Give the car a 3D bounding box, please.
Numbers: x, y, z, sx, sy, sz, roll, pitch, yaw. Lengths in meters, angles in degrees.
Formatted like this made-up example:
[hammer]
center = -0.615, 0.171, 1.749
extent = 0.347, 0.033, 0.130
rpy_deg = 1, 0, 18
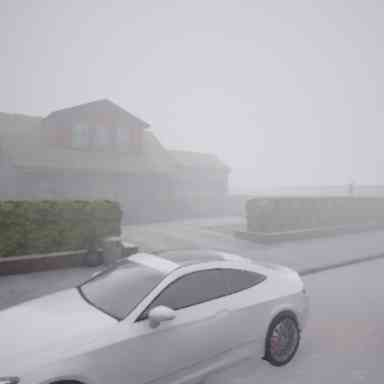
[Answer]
[car]
center = -0.364, 1.535, 4.318
extent = 4.674, 1.442, 1.812
rpy_deg = 0, 0, -35
